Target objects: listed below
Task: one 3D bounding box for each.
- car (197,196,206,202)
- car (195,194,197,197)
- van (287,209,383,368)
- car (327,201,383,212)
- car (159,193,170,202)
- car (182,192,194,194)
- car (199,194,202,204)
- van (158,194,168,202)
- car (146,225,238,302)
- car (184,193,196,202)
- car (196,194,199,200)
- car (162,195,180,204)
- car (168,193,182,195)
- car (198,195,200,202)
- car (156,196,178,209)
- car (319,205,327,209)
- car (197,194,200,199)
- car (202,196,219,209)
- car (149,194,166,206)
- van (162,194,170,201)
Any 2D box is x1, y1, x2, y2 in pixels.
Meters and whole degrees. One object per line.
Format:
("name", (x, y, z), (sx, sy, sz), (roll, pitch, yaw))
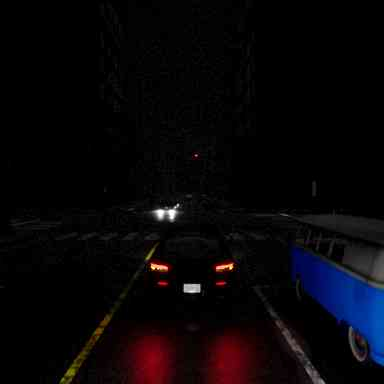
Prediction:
("car", (2.198, 1.548, 77.812), (1.802, 1.307, 4.206), (0, 0, -1))
("car", (2.274, 1.523, 72.287), (2.008, 1.369, 4.403), (0, 0, -1))
("van", (2.854, 1.341, 5.470), (1.690, 1.788, 3.998), (0, 0, 0))
("car", (14.605, 1.517, 28.854), (4.674, 1.442, 1.812), (0, 0, -3))
("car", (-6.327, 1.282, 77.696), (2.192, 1.841, 5.009), (0, 0, -1))
("car", (-0.746, 1.078, 84.216), (2.150, 2.045, 5.566), (0, 0, -1))
("car", (2.575, 1.429, 50.185), (1.967, 1.590, 4.097), (0, 0, -1))
("van", (-6.251, 1.314, 72.170), (1.690, 1.788, 3.998), (0, 0, -1))
("car", (0.000, 1.525, 8.148), (1.812, 1.442, 4.674), (0, 0, 0))
("car", (-0.610, 1.563, 74.216), (1.895, 1.301, 4.718), (0, 0, -1))
("car", (2.349, 1.522, 66.762), (1.887, 1.381, 4.507), (0, 0, -1))
("car", (-3.431, 1.551, 54.634), (1.994, 1.385, 4.181), (0, 0, -1))
("car", (-3.523, 1.332, 64.657), (2.097, 1.767, 4.553), (0, 0, 0))
("car", (2.500, 1.537, 55.710), (2.008, 1.369, 4.403), (0, 0, -1))
("car", (-3.304, 1.593, 44.679), (1.895, 1.301, 4.718), (0, 0, -1))
("car", (14.420, 1.584, 32.105), (4.718, 1.301, 1.895), (0, 0, 2))
("car", (2.425, 1.548, 61.236), (1.947, 1.339, 4.313), (0, 0, -1))
("car", (2.649, 1.517, 44.830), (1.752, 1.417, 4.829), (0, 0, -1))
("car", (-6.025, 1.301, 55.594), (2.192, 1.841, 5.009), (0, 0, -1))
("van", (-6.400, 1.302, 83.220), (1.690, 1.788, 3.998), (0, 0, -1))
